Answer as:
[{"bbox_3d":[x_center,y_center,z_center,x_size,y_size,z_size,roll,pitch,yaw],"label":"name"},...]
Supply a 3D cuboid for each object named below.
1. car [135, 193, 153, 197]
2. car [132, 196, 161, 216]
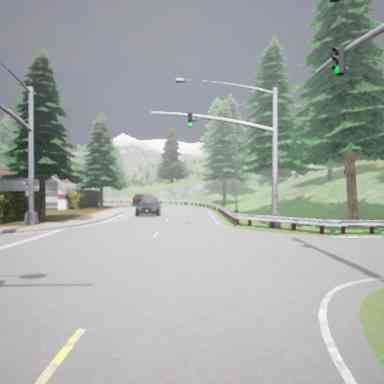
[{"bbox_3d":[-5.800,0.981,42.147,2.097,1.767,4.553,-1,1,-36],"label":"car"},{"bbox_3d":[-3.721,1.309,28.872,1.994,1.385,4.181,0,1,-1],"label":"car"}]
